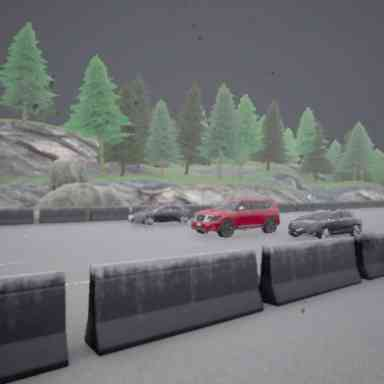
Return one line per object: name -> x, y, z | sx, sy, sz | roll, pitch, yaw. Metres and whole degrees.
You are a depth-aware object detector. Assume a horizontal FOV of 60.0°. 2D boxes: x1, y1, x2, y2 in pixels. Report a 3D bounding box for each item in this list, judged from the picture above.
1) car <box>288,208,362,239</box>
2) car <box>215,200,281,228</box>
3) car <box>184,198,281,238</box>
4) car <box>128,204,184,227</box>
car -> 7.134, 1.653, 17.694 | 4.892, 1.490, 1.837 | 1, -1, -36
car -> 4.113, 1.505, 24.139 | 4.553, 1.767, 2.097 | 0, 0, -36
car -> 2.608, 1.350, 18.763 | 5.566, 2.045, 2.150 | 1, 0, -36
car -> -2.198, 1.612, 23.932 | 4.902, 1.511, 2.128 | 1, 0, -36
